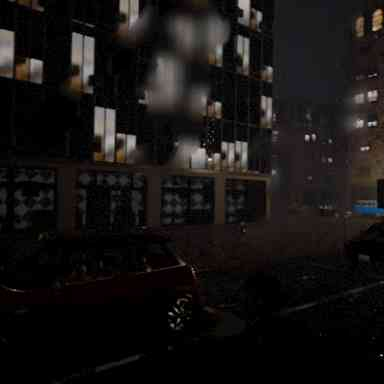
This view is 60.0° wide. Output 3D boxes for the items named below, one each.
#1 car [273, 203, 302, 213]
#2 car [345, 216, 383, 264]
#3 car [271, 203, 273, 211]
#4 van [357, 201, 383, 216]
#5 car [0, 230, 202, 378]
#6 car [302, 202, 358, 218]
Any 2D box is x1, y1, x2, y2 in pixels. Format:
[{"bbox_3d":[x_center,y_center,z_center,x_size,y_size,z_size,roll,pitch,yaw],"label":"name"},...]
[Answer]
[{"bbox_3d":[14.459,2.202,47.968,1.752,1.417,4.829,1,-1,-35],"label":"car"},{"bbox_3d":[7.168,1.698,11.662,4.313,1.339,1.947,1,0,-35],"label":"car"},{"bbox_3d":[11.389,2.280,52.385,1.947,1.339,4.313,1,-1,-35],"label":"car"},{"bbox_3d":[20.891,1.939,38.717,1.690,1.788,3.998,1,-1,-35],"label":"van"},{"bbox_3d":[-1.905,1.455,5.186,4.097,1.590,1.967,1,0,-35],"label":"car"},{"bbox_3d":[14.005,1.946,33.937,2.008,1.369,4.403,1,-1,-35],"label":"car"}]
